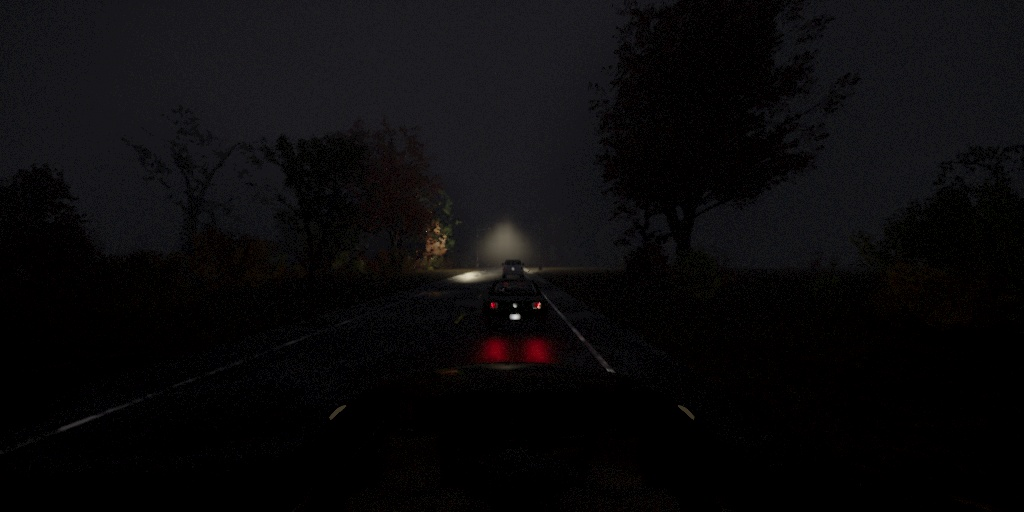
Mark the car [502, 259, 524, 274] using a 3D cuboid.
[{"bbox_3d":[0.112,1.376,39.104,2.150,2.045,5.566,0,0,0],"label":"car"}]

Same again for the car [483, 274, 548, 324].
[{"bbox_3d":[0.098,1.455,12.381,1.895,1.301,4.718,0,-1,0],"label":"car"}]
